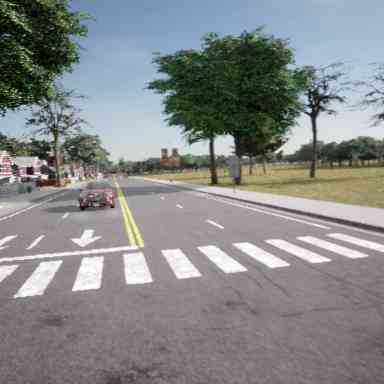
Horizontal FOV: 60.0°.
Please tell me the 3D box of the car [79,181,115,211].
[{"bbox_3d":[-6.205,0.085,21.910,2.097,1.767,4.553,-3,3,-13],"label":"car"}]
